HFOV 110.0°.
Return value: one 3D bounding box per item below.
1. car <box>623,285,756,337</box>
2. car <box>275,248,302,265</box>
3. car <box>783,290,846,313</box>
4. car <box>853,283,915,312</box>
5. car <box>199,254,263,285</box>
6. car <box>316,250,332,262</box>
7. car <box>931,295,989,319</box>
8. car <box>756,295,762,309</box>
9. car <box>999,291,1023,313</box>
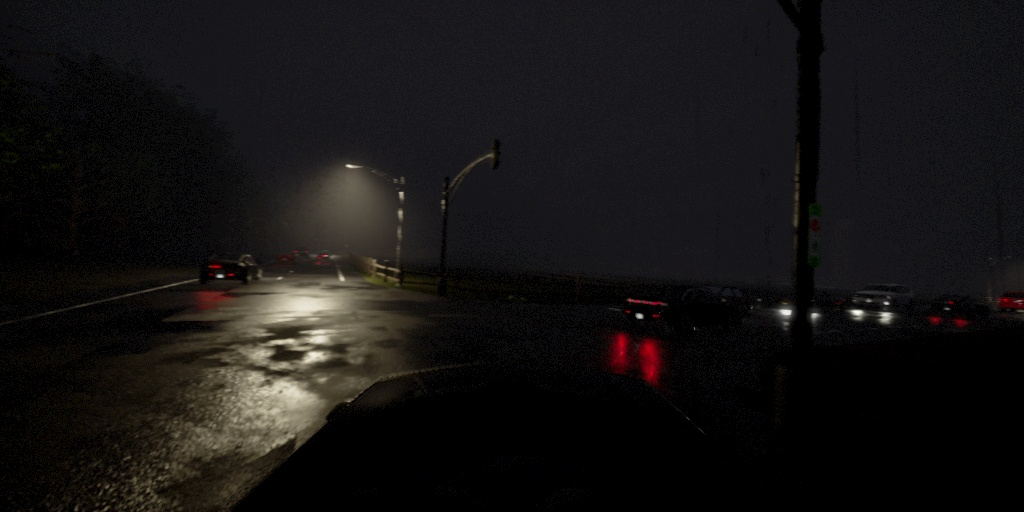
[{"bbox_3d":[5.869,1.740,12.155,4.902,1.511,2.128,4,-3,-34],"label":"car"},{"bbox_3d":[-25.427,0.155,40.607,1.882,1.535,5.008,3,0,-27],"label":"car"},{"bbox_3d":[19.808,2.891,23.486,4.181,1.385,1.994,4,-2,-26],"label":"car"},{"bbox_3d":[29.398,3.207,28.271,5.566,2.045,2.150,4,-2,-27],"label":"car"},{"bbox_3d":[-14.206,0.621,18.329,1.837,1.490,4.892,3,0,-27],"label":"car"},{"bbox_3d":[-28.368,0.106,53.992,2.128,1.511,4.902,3,0,-27],"label":"car"},{"bbox_3d":[31.422,3.504,25.157,4.902,1.511,2.128,4,-2,-26],"label":"car"},{"bbox_3d":[10.923,2.263,19.055,5.357,1.411,2.033,4,-2,-26],"label":"car"},{"bbox_3d":[47.510,4.344,33.213,5.566,2.045,2.150,4,-2,-26],"label":"car"}]
